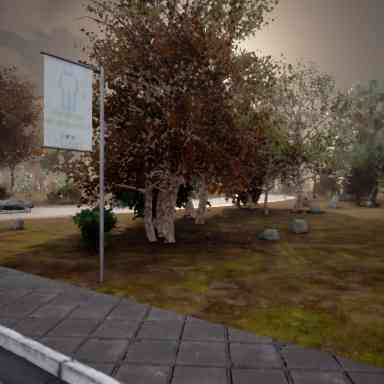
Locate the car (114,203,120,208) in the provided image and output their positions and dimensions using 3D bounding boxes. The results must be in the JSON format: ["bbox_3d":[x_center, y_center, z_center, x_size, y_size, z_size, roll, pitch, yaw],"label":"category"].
[{"bbox_3d":[-9.915,1.458,48.580,1.837,1.490,4.892,0,1,37],"label":"car"}]

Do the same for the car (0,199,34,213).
[{"bbox_3d":[-19.701,1.489,36.080,2.128,1.511,4.902,0,0,38],"label":"car"}]
